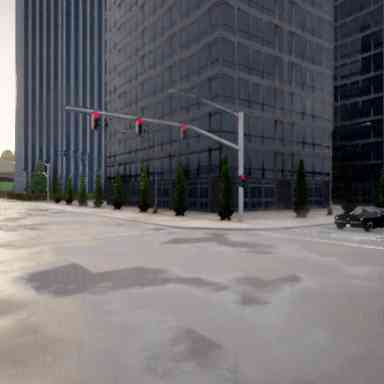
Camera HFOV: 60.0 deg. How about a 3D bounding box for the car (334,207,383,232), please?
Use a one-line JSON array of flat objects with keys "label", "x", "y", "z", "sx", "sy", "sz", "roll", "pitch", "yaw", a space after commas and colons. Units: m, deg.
[{"label": "car", "x": 10.683, "y": 1.606, "z": 20.200, "sx": 4.718, "sy": 1.301, "sz": 1.895, "roll": 0, "pitch": 0, "yaw": -35}]
